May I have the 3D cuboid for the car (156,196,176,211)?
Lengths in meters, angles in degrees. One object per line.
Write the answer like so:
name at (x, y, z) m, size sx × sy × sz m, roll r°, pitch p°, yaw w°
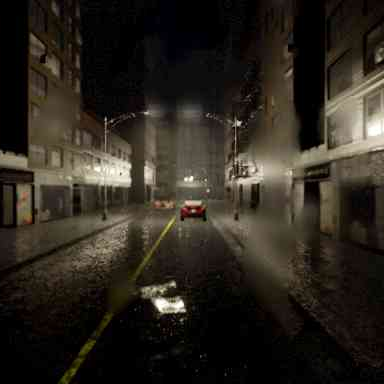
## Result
car at (-3.084, 1.234, 39.525) m, size 2.097 × 1.767 × 4.553 m, roll 0°, pitch 0°, yaw 0°

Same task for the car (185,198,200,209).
car at (0.107, 1.472, 44.780) m, size 1.895 × 1.301 × 4.718 m, roll 0°, pitch 0°, yaw 0°

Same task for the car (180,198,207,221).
car at (0.106, 1.422, 26.736) m, size 2.163 × 1.488 × 4.792 m, roll 0°, pitch 0°, yaw 0°
